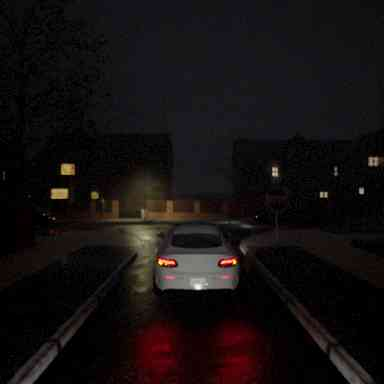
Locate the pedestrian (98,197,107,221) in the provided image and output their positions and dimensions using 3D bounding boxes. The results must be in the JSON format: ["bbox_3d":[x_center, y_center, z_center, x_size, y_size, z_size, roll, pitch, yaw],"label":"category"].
[{"bbox_3d":[-6.730,1.234,24.805,0.375,1.860,0.375,0,-1,1],"label":"pedestrian"}]

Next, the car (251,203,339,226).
[{"bbox_3d":[6.646,1.458,21.722,5.357,1.411,2.033,0,-1,1],"label":"car"}]

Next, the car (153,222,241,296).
[{"bbox_3d":[0.068,1.483,8.444,1.812,1.442,4.674,0,0,-1],"label":"car"}]

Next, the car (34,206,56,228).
[{"bbox_3d":[-11.475,1.611,22.098,4.674,1.442,1.812,-1,-1,0],"label":"car"}]
